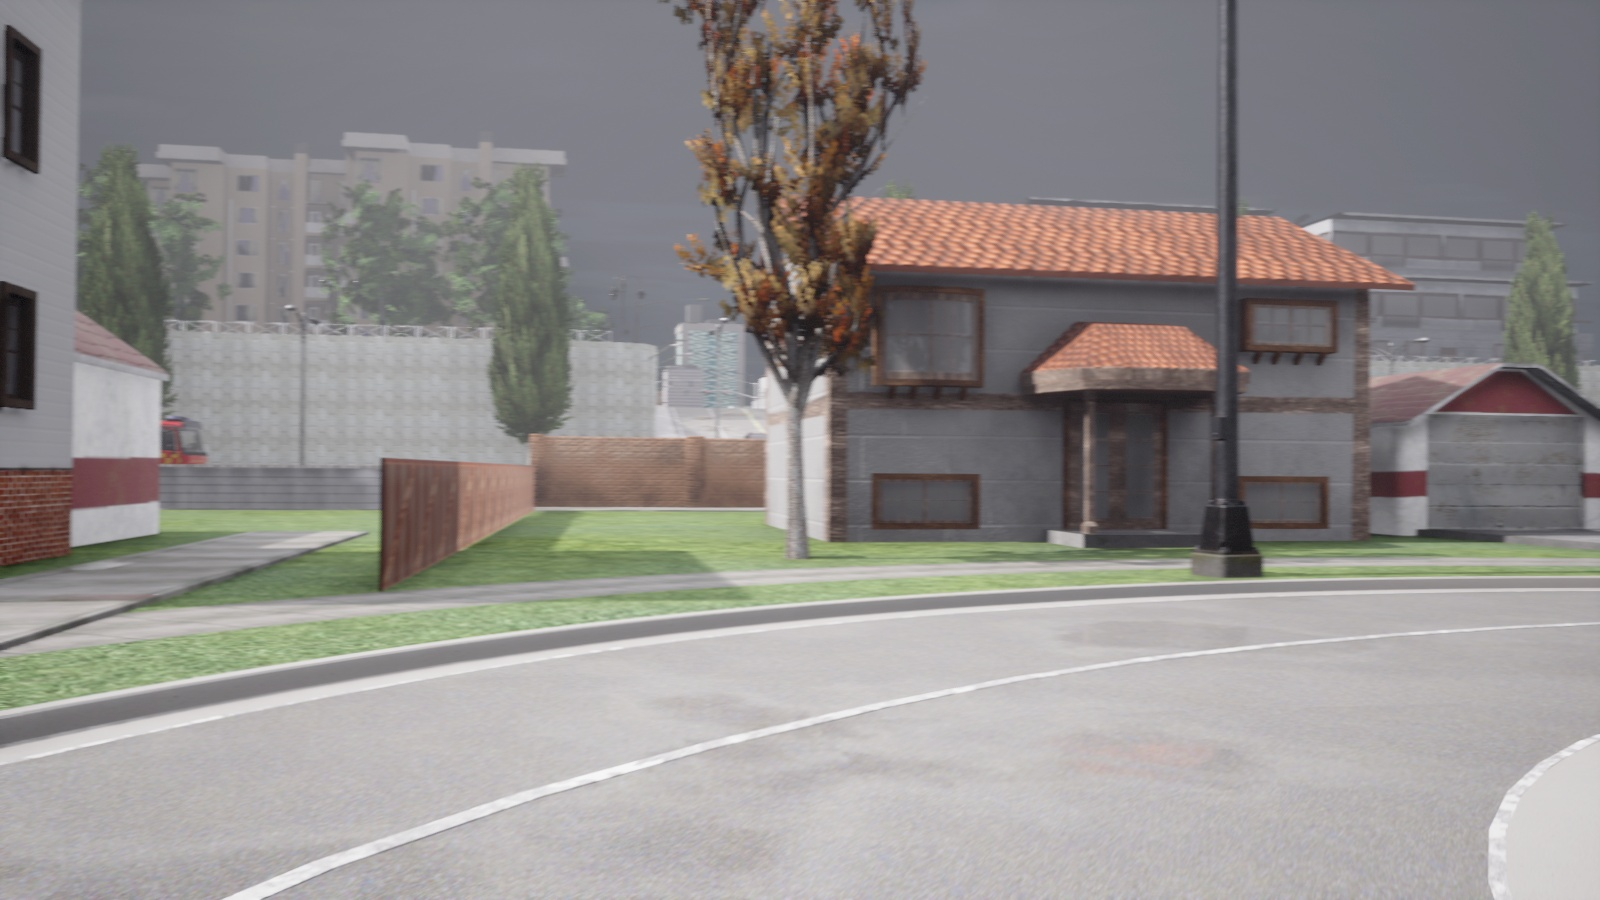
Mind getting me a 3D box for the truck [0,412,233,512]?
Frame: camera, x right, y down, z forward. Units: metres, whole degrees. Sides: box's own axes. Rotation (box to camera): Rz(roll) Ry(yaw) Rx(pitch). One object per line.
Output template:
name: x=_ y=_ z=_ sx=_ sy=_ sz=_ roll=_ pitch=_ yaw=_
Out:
truck: x=-27.546 y=0.503 z=50.102 sx=8.468 sy=3.827 sz=2.891 roll=0 pitch=-1 yaw=-9
